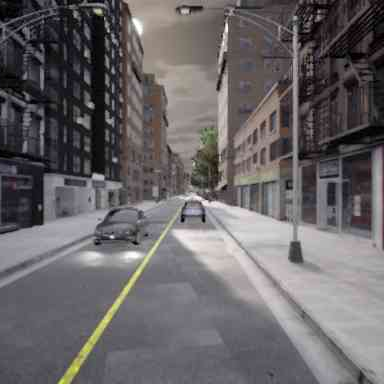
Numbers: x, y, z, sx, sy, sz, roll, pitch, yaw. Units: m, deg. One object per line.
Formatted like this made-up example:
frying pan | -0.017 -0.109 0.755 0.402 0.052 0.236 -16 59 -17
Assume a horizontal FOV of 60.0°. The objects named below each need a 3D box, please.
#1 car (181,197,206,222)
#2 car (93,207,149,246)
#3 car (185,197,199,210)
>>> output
car | 0.090 1.427 26.742 2.033 1.649 4.856 0 0 0
car | -3.103 1.503 15.346 1.837 1.490 4.892 0 0 0
car | 0.033 1.448 43.903 1.801 1.575 5.366 0 0 1
